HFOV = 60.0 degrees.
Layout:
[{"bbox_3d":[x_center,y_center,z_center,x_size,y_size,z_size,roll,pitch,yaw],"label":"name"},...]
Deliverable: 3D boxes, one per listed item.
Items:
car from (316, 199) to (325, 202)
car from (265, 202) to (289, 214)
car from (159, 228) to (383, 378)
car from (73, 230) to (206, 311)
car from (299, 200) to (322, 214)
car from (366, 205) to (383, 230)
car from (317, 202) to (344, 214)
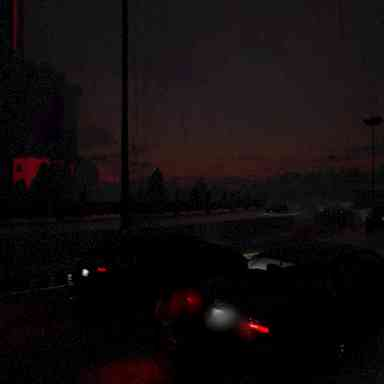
[{"bbox_3d":[29.150,2.388,76.156,2.033,1.411,5.357,0,-1,8],"label":"car"},{"bbox_3d":[10.944,2.036,42.594,2.033,1.411,5.357,0,-1,30],"label":"car"},{"bbox_3d":[2.280,1.602,5.735,5.357,1.411,2.033,1,-1,-39],"label":"car"},{"bbox_3d":[-0.598,1.619,7.986,4.181,1.385,1.994,1,-1,-38],"label":"car"},{"bbox_3d":[15.426,2.089,43.583,1.994,1.385,4.181,0,-1,28],"label":"car"},{"bbox_3d":[12.329,1.592,20.420,2.097,1.767,4.553,0,-1,42],"label":"car"},{"bbox_3d":[15.466,2.037,36.618,1.895,1.301,4.718,0,-1,32],"label":"car"}]
